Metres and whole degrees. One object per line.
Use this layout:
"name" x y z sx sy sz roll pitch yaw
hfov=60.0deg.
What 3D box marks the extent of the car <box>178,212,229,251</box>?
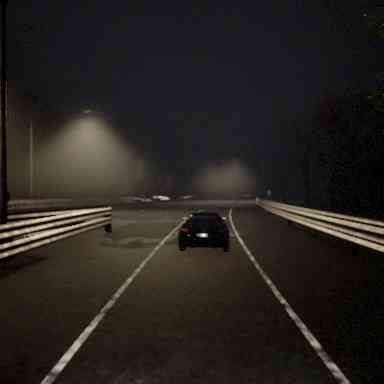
"car" 0.539 1.549 14.167 1.994 1.385 4.181 0 0 3
